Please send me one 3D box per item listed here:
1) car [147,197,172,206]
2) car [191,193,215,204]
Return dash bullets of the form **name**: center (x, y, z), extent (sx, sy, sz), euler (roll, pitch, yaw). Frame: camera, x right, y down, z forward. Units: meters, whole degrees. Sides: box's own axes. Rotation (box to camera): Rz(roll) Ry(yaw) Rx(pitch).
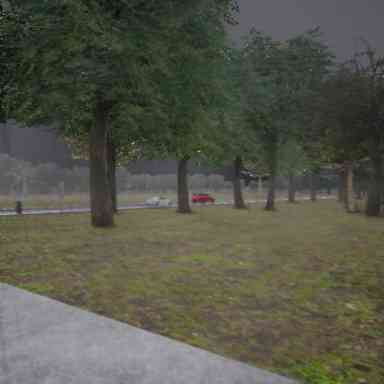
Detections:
- **car**: center (-5.041, 1.433, 51.663), extent (1.812, 1.442, 4.674), euler (0, 0, 36)
- **car**: center (2.019, 1.134, 61.544), extent (2.150, 2.045, 5.566), euler (0, 0, 36)
